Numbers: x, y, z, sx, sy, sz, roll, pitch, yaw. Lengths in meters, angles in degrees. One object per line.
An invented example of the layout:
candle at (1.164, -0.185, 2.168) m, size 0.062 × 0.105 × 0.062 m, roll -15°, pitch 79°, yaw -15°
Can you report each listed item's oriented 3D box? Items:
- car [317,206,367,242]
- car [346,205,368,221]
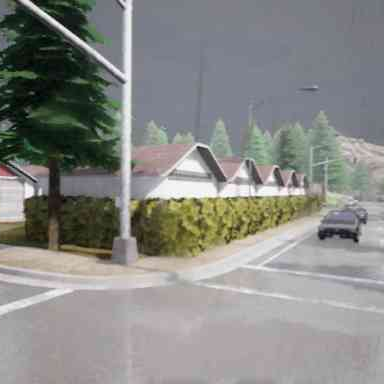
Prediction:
car at (7.969, 1.699, 17.699) m, size 2.033 × 1.411 × 5.357 m, roll 1°, pitch 0°, yaw 29°
car at (12.782, 1.754, 26.370) m, size 1.994 × 1.385 × 4.181 m, roll 1°, pitch 0°, yaw 30°
